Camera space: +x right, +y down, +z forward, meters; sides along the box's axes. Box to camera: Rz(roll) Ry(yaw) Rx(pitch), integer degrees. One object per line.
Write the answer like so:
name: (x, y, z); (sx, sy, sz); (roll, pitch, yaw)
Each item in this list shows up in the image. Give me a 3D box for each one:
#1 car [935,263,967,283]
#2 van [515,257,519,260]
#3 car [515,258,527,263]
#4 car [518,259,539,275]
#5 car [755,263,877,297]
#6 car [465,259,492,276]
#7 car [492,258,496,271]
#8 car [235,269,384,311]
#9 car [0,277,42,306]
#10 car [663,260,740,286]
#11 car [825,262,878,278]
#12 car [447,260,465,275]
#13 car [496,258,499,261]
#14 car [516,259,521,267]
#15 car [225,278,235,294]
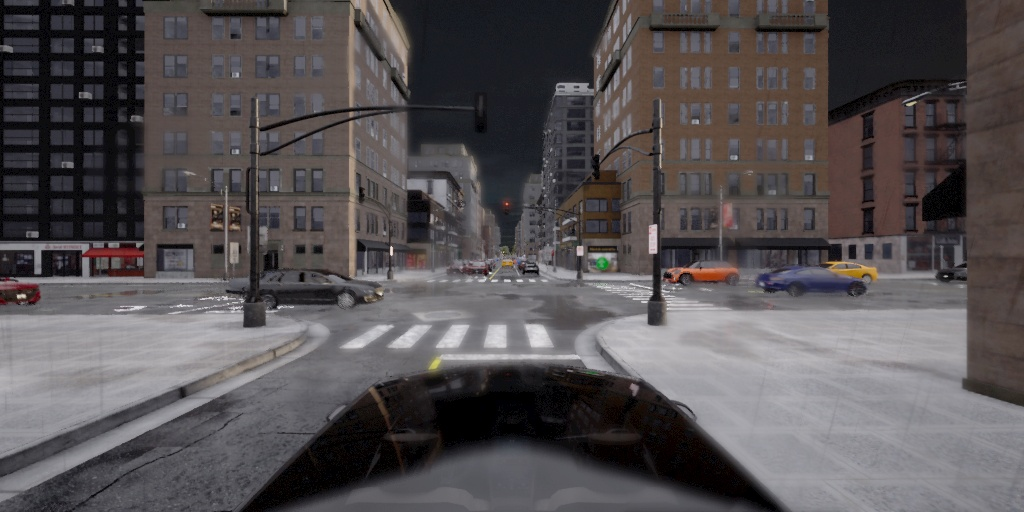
car: (32.055, 1.125, 24.503); (4.892, 1.490, 1.837); (0, 0, -1)
van: (1.846, 1.173, 61.698); (1.690, 1.789, 3.998); (0, 0, 0)
car: (1.887, 1.386, 56.188); (1.948, 1.339, 4.313); (0, 0, 0)
car: (2.010, 1.355, 39.655); (1.948, 1.339, 4.313); (0, 0, 0)
car: (14.545, 1.208, 17.587); (4.674, 1.442, 1.812); (0, 0, -1)
car: (-3.464, 1.265, 37.790); (1.882, 1.535, 5.008); (0, 0, 0)
car: (-3.533, 1.308, 47.384); (1.837, 1.490, 4.892); (0, 0, 0)
car: (-7.593, 1.271, 14.058); (4.892, 1.490, 1.837); (-1, 0, -1)
car: (-21.531, 1.297, 13.883); (5.008, 1.535, 1.882); (0, 0, -1)
car: (12.692, 1.054, 24.263); (4.553, 1.767, 2.097); (0, 0, -1)
car: (21.796, 1.142, 24.380); (5.008, 1.535, 1.882); (0, 0, -1)
car: (-6.015, 1.229, 39.596); (1.967, 1.591, 4.097); (0, 0, 0)
car: (-3.598, 1.424, 57.524); (1.895, 1.301, 4.718); (0, 0, 0)
car: (1.928, 1.391, 50.677); (1.802, 1.307, 4.207); (0, 0, 0)
car: (-10.599, 1.331, 17.268); (5.357, 1.411, 2.033); (0, 0, -1)
